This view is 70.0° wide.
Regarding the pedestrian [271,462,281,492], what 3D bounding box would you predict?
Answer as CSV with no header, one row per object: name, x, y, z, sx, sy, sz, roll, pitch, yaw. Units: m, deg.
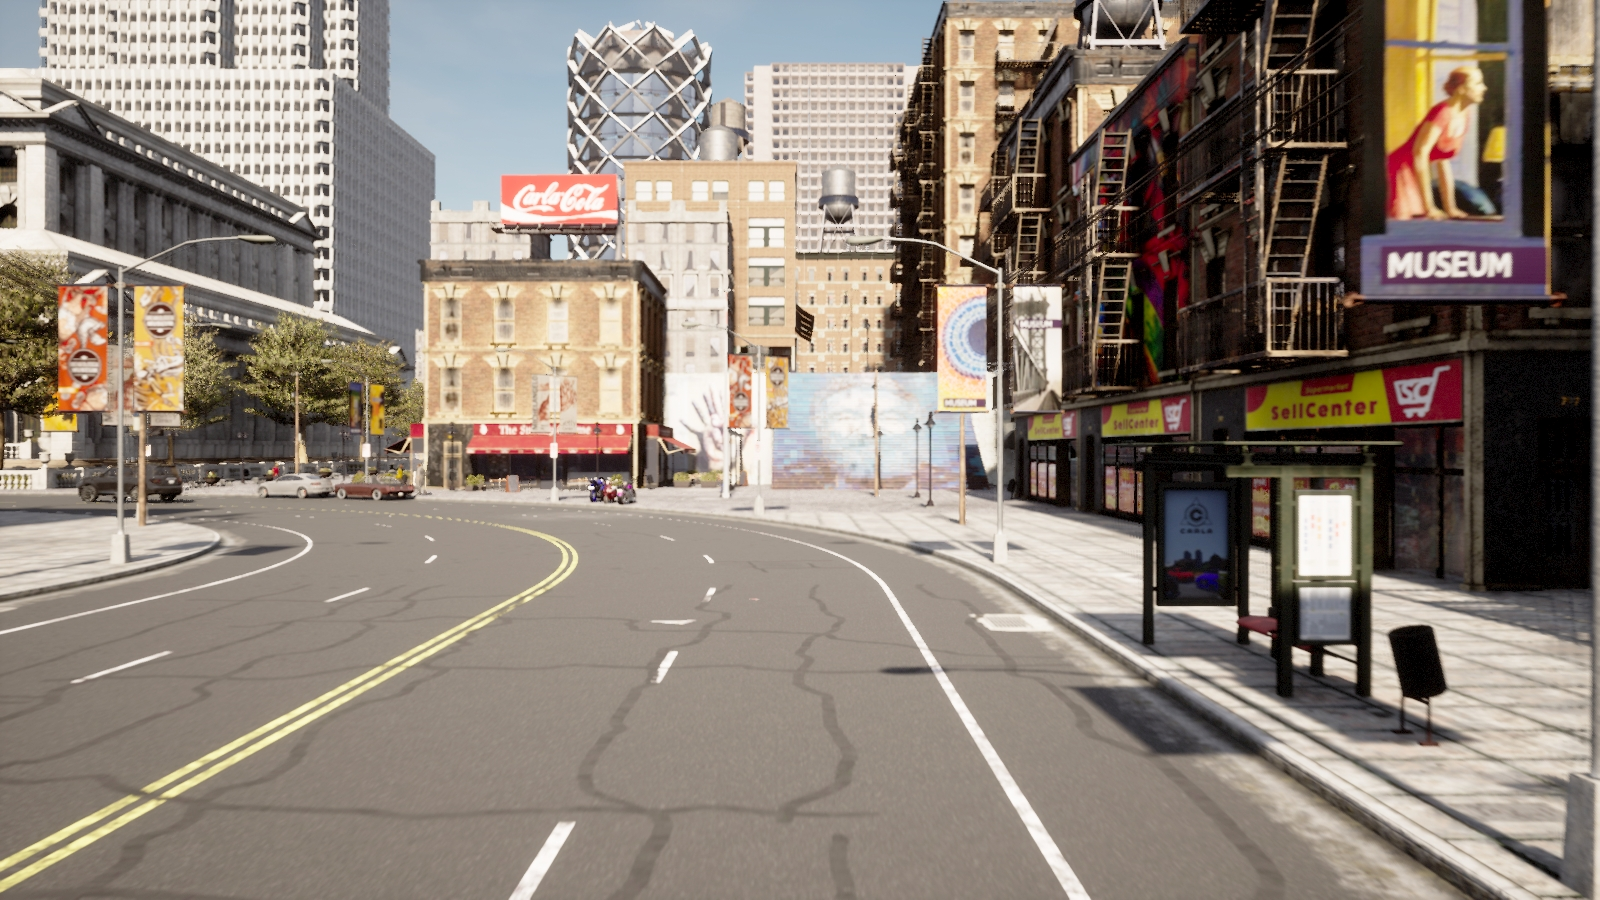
pedestrian,-32.621,1.698,71.131,0.375,1.860,0.375,0,0,7

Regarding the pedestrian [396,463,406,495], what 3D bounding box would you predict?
pedestrian,-23.590,1.696,67.530,0.375,1.860,0.375,0,0,19

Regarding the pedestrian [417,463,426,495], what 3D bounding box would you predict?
pedestrian,-21.966,1.696,66.302,0.375,1.860,0.375,0,0,18

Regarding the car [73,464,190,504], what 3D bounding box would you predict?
car,-35.837,1.780,61.274,5.566,2.045,2.150,0,0,16
